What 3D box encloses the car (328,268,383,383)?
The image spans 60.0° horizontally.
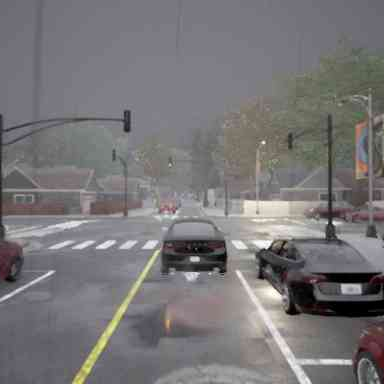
[{"bbox_3d":[2.636,1.609,2.050,1.802,1.307,4.206,0,-1,0],"label":"car"}]

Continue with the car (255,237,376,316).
[{"bbox_3d":[2.626,1.662,7.568,1.947,1.339,4.313,0,-1,0],"label":"car"}]

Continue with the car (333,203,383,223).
[{"bbox_3d":[14.331,1.813,27.310,4.181,1.385,1.994,0,-1,0],"label":"car"}]

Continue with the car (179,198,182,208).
[{"bbox_3d":[-3.227,2.060,53.926,2.097,1.767,4.553,0,-1,0],"label":"car"}]

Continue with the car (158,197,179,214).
[{"bbox_3d":[-3.199,1.795,44.019,2.150,2.045,5.566,0,-1,0],"label":"car"}]

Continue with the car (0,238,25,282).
[{"bbox_3d":[-5.399,1.678,7.552,1.802,1.307,4.206,0,-1,0],"label":"car"}]

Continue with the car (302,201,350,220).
[{"bbox_3d":[12.539,1.651,30.561,4.553,1.767,2.097,0,-1,0],"label":"car"}]

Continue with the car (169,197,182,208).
[{"bbox_3d":[-3.212,2.076,64.558,2.150,2.045,5.566,0,-1,0],"label":"car"}]

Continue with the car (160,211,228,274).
[{"bbox_3d":[0.004,1.618,11.104,1.882,1.535,5.008,0,-1,-2],"label":"car"}]
